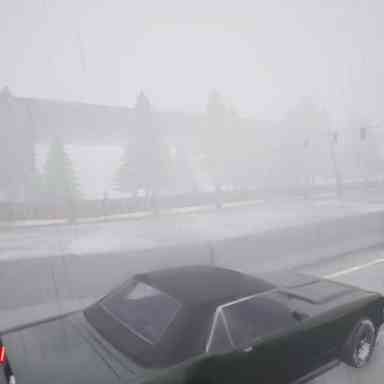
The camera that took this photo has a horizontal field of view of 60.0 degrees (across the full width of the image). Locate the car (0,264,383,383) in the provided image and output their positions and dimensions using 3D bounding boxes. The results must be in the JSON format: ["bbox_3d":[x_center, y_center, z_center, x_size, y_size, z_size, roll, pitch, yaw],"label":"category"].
[{"bbox_3d":[0.411,1.605,4.049,4.718,1.301,1.895,0,0,-36],"label":"car"}]
